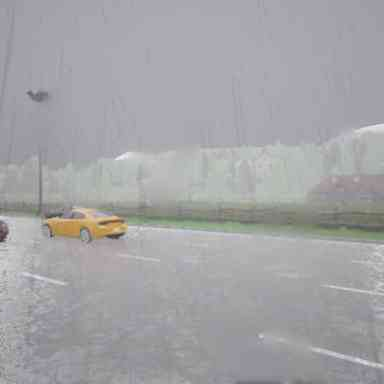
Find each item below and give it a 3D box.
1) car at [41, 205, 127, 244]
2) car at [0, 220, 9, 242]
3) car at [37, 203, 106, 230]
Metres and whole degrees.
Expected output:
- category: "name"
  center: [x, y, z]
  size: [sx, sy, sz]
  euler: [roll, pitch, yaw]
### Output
- category: "car"
  center: [-5.414, 1.570, 16.457]
  size: [5.008, 1.535, 1.882]
  euler: [0, 0, 36]
- category: "car"
  center: [-10.494, 1.643, 15.782]
  size: [4.674, 1.442, 1.812]
  euler: [0, 0, 36]
- category: "car"
  center: [-8.345, 1.611, 22.834]
  size: [5.008, 1.535, 1.882]
  euler: [-1, 0, 35]
